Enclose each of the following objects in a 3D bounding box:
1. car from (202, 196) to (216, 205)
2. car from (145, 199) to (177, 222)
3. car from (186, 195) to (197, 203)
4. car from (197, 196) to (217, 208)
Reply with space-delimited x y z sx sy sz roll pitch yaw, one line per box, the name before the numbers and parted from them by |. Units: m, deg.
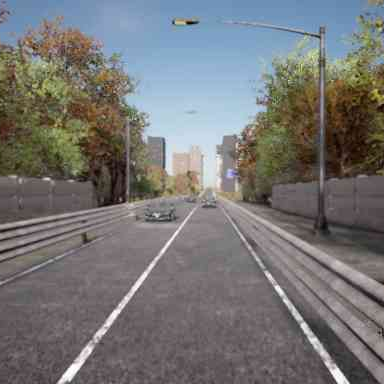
car | 2.690 1.316 53.091 2.033 1.411 5.357 0 0 3
car | -2.161 1.313 24.130 1.837 1.490 4.892 0 0 3
car | 0.003 1.327 64.443 1.837 1.490 4.892 0 0 3
car | 2.159 1.241 42.824 2.128 1.511 4.902 0 0 3
